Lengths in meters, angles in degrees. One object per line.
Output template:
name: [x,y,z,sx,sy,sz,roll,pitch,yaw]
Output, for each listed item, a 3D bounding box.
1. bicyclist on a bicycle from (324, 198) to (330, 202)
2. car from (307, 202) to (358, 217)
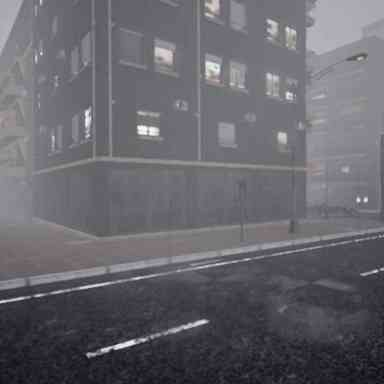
bicyclist on a bicycle: [17.313,1.378,42.648,1.656,1.620,0.582,-1,0,-36]
car: [13.685,1.680,32.891,1.895,1.301,4.718,-1,0,-39]
